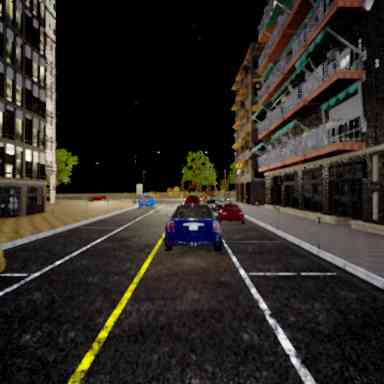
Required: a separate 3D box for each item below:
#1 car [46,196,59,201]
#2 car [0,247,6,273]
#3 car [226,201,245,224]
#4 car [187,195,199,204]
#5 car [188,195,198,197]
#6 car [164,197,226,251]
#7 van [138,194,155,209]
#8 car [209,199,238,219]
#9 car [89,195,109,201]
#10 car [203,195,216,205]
[{"bbox_3d":[-31.675,1.506,73.409,4.206,1.307,1.802,-1,1,-1],"label":"car"},{"bbox_3d":[-5.313,1.488,5.968,1.752,1.417,4.829,0,0,0],"label":"car"},{"bbox_3d":[2.566,1.443,22.705,1.802,1.307,4.206,0,0,0],"label":"car"},{"bbox_3d":[0.100,1.196,53.909,1.812,1.442,4.674,0,0,-2],"label":"car"},{"bbox_3d":[0.097,1.220,42.230,1.882,1.535,5.008,0,0,0],"label":"car"},{"bbox_3d":[0.038,1.267,13.801,2.097,1.767,4.553,0,0,0],"label":"car"},{"bbox_3d":[-5.346,1.101,39.333,1.690,1.788,3.998,0,0,0],"label":"van"},{"bbox_3d":[2.566,1.378,28.231,2.008,1.369,4.403,0,0,0],"label":"car"},{"bbox_3d":[-20.593,1.372,73.544,4.206,1.307,1.802,-1,1,-1],"label":"car"},{"bbox_3d":[2.694,1.222,52.738,1.887,1.381,4.507,0,0,0],"label":"car"}]
